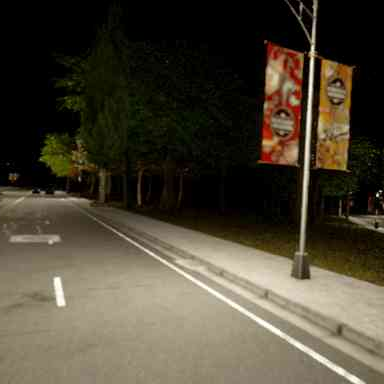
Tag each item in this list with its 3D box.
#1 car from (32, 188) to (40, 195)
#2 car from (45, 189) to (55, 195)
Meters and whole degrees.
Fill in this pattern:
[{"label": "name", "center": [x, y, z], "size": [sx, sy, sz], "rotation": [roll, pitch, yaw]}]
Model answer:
[{"label": "car", "center": [-39.038, -0.026, 83.281], "size": [2.033, 1.411, 5.357], "rotation": [3, 0, -24]}, {"label": "car", "center": [-36.559, -0.074, 85.698], "size": [2.097, 1.767, 4.553], "rotation": [3, 0, -24]}]
